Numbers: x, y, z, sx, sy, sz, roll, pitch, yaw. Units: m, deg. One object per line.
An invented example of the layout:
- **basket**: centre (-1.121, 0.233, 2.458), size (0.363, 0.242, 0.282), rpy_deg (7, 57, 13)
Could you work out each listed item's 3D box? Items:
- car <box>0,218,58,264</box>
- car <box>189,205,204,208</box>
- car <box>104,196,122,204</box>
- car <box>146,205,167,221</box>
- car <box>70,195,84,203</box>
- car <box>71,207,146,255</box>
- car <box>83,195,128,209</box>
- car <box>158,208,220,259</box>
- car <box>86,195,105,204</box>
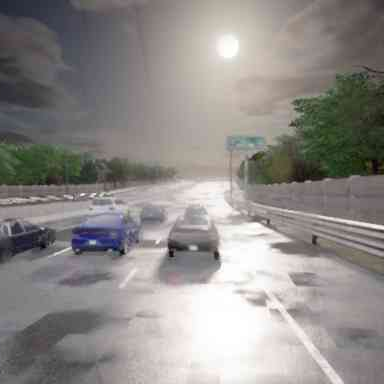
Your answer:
- **car**: centre (-6.929, 1.664, 12.306), size (2.033, 1.411, 5.357), rpy_deg (0, -1, 1)
- **car**: centre (0.361, 1.786, 27.958), size (1.994, 1.385, 4.181), rpy_deg (0, 0, 2)
- **car**: centre (-15.653, 1.475, 66.178), size (2.033, 1.411, 5.357), rpy_deg (0, 1, 3)
- **car**: centre (-3.138, 1.786, 28.091), size (1.994, 1.385, 4.181), rpy_deg (0, 0, 2)
- **car**: centre (-22.644, 1.432, 66.519), size (1.837, 1.490, 4.892), rpy_deg (0, 1, 3)
- **car**: centre (-3.386, 1.610, 14.000), size (1.882, 1.535, 5.008), rpy_deg (0, 0, 1)
- **car**: centre (-6.671, 1.442, 27.289), size (2.150, 2.045, 5.566), rpy_deg (0, 0, 2)
- **car**: centre (0.097, 1.619, 13.215), size (2.128, 1.511, 4.902), rpy_deg (0, 0, 1)
- **car**: centre (-19.151, 1.459, 66.291), size (2.128, 1.511, 4.902), rpy_deg (0, 1, 3)
